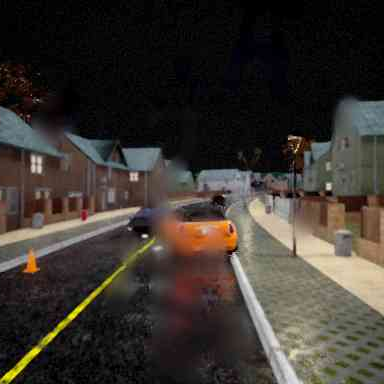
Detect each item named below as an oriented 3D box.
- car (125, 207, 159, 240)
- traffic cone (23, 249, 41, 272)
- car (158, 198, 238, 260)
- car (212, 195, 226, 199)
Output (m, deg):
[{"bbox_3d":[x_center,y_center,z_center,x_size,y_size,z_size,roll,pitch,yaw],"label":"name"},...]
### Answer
[{"bbox_3d":[-1.938,1.446,16.654,2.033,1.411,5.357,0,0,1],"label":"car"},{"bbox_3d":[-4.500,1.906,9.341,0.340,0.580,0.340,0,0,3],"label":"traffic cone"},{"bbox_3d":[0.110,1.265,12.360,2.097,1.767,4.553,-2,-1,-10],"label":"car"},{"bbox_3d":[3.285,1.138,42.095,1.812,1.442,4.674,0,1,10],"label":"car"}]
